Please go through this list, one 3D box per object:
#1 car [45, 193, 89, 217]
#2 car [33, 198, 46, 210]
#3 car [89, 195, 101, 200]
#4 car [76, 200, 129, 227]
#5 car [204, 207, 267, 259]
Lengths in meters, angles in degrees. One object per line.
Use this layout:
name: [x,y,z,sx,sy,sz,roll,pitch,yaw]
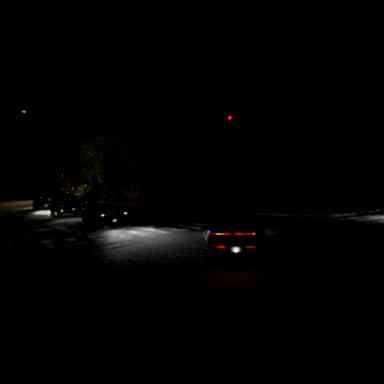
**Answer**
car: [-11.748,1.124,31.042,2.150,2.045,5.566,-3,2,-33]
car: [-18.964,1.457,42.229,2.128,1.511,4.902,-3,1,-33]
car: [-11.512,1.118,37.022,2.097,1.767,4.553,-3,1,-33]
car: [-5.926,1.452,22.128,1.895,1.301,4.718,-3,1,-34]
car: [1.500,1.271,11.657,1.837,1.490,4.892,-1,2,7]
